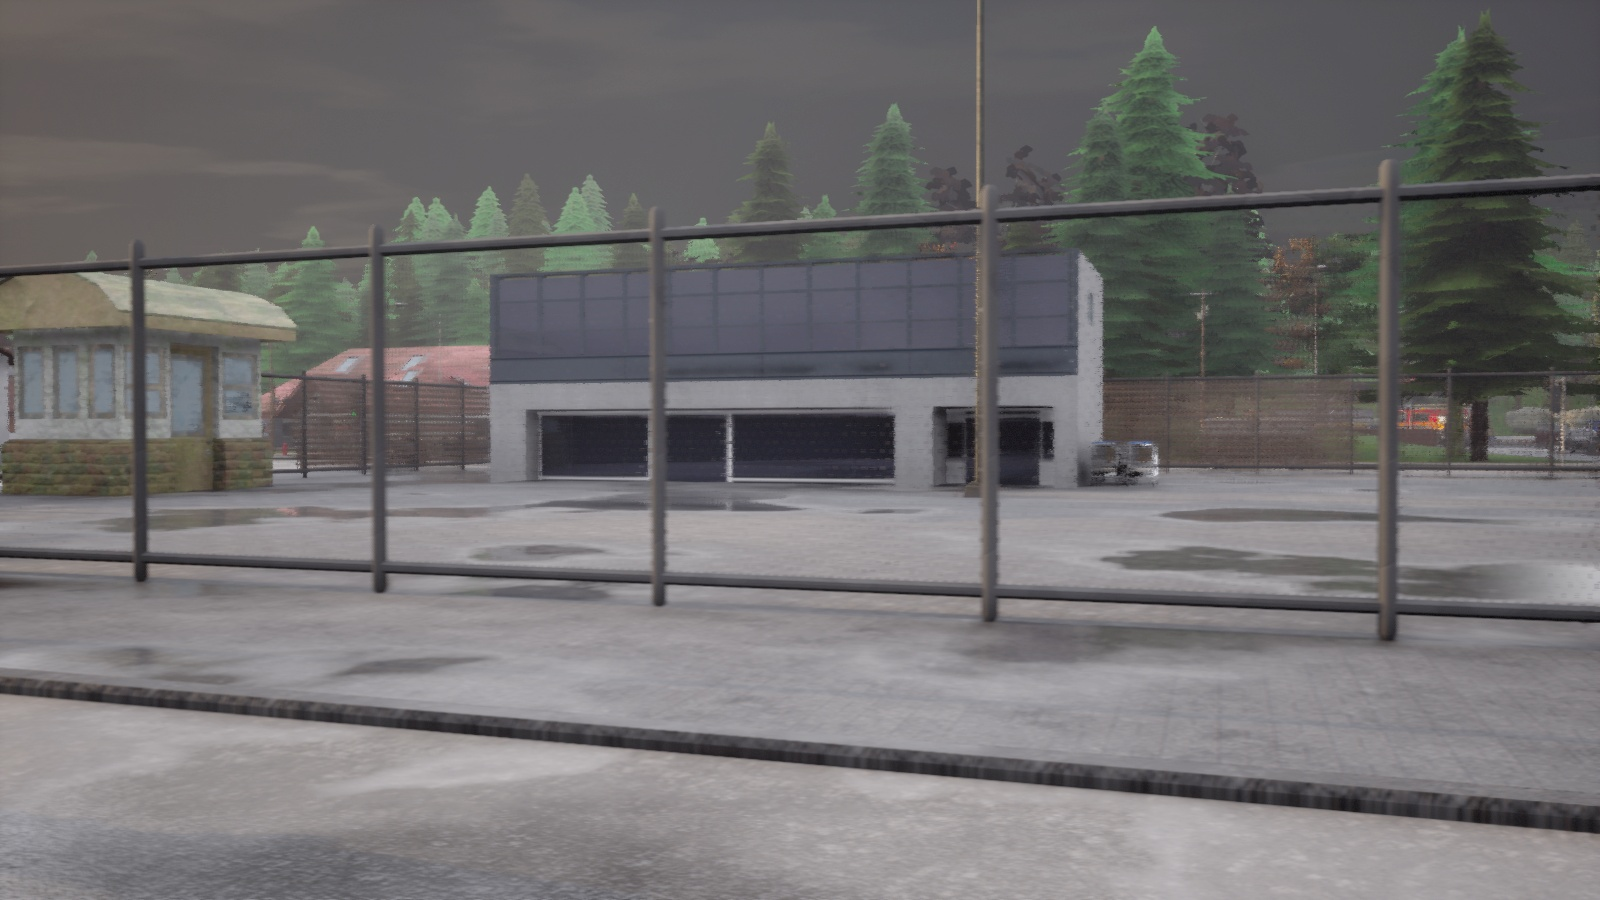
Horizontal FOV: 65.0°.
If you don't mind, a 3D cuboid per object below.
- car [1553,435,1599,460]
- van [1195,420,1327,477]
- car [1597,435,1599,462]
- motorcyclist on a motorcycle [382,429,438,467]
[{"bbox_3d":[47.961,-0.190,77.235,1.837,1.490,4.892,1,1,19],"label":"car"},{"bbox_3d":[16.782,-0.092,45.878,4.442,1.987,1.775,1,1,19],"label":"van"},{"bbox_3d":[44.745,-0.050,67.709,1.837,1.490,4.892,1,1,19],"label":"car"},{"bbox_3d":[-16.358,-0.101,52.682,0.866,1.530,2.191,2,2,31],"label":"motorcyclist on a motorcycle"}]
